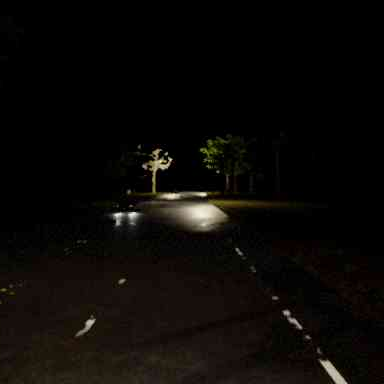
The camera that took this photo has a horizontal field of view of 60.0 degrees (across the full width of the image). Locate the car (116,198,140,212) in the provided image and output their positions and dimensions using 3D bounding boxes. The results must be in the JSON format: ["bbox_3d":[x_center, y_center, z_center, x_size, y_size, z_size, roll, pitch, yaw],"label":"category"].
[{"bbox_3d":[-7.015,1.395,36.635,1.812,1.442,4.674,0,0,0],"label":"car"}]
